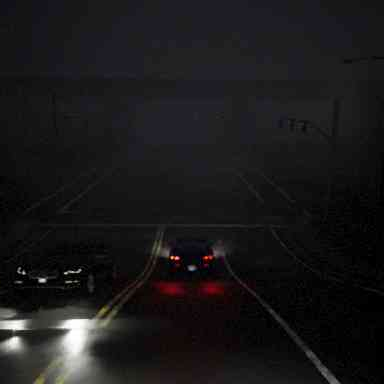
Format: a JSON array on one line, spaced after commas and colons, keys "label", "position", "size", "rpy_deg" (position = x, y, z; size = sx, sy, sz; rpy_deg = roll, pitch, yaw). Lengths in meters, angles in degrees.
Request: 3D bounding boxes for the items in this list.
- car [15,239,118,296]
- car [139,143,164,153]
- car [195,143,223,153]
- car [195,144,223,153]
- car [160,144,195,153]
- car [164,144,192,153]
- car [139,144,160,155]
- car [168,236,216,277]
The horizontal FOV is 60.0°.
[{"label": "car", "position": [-3.615, 2.250, 10.460], "size": [1.837, 1.490, 4.892], "rpy_deg": [0, -9, 0]}, {"label": "car", "position": [-7.095, -7.585, 57.586], "size": [4.536, 1.218, 1.853], "rpy_deg": [13, 19, 43]}, {"label": "car", "position": [2.880, -7.749, 58.243], "size": [4.536, 1.218, 1.853], "rpy_deg": [8, 16, 28]}, {"label": "car", "position": [2.926, -7.590, 58.256], "size": [4.974, 1.542, 2.038], "rpy_deg": [8, 16, 28]}, {"label": "car", "position": [-2.450, -7.415, 57.548], "size": [4.974, 1.542, 2.038], "rpy_deg": [-10, 17, -35]}, {"label": "car", "position": [-2.408, -7.576, 57.540], "size": [4.536, 1.218, 1.853], "rpy_deg": [-10, 17, -35]}, {"label": "car", "position": [-7.058, -7.423, 57.588], "size": [4.974, 1.542, 2.038], "rpy_deg": [13, 19, 43]}, {"label": "car", "position": [-0.028, 2.577, 14.113], "size": [1.812, 1.442, 4.674], "rpy_deg": [0, -2, -1]}]
